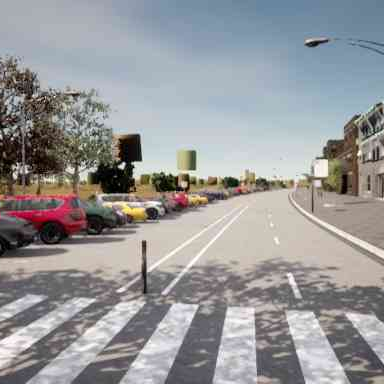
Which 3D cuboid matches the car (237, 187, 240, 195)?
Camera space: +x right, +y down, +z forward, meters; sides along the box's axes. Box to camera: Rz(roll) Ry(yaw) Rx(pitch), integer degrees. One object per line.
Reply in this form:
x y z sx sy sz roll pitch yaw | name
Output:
8.256 0.138 77.869 4.553 1.767 2.185 -1 1 -4 | car

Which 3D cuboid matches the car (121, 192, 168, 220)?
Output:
-4.954 1.168 26.065 5.566 2.045 2.435 -1 0 -8 | car

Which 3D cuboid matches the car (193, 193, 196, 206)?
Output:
-2.370 1.257 37.668 4.892 1.521 2.231 -1 1 -7 | car

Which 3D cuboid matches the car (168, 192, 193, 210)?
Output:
-3.066 1.061 34.755 5.566 2.045 2.435 -1 1 -7 | car

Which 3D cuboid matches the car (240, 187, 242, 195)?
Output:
9.066 0.238 80.727 4.674 1.452 2.002 -1 1 -4 | car

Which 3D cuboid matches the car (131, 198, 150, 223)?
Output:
-5.787 1.435 23.110 5.366 1.575 1.946 -1 0 -8 | car

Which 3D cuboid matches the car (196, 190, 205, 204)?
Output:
-1.017 0.991 43.444 4.553 1.767 2.185 -1 1 -6 | car

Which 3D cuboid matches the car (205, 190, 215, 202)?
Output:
0.443 0.969 49.209 5.008 1.535 2.097 -1 1 -6 | car

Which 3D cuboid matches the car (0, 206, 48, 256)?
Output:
-7.979 1.438 11.496 4.892 1.521 2.231 -1 0 -9 | car

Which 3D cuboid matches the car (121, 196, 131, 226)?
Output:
-6.247 1.315 20.235 4.553 1.767 2.185 -1 0 -8 | car

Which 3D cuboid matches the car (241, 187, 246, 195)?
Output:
9.888 -0.117 83.558 5.566 2.045 2.435 -1 1 -3 | car

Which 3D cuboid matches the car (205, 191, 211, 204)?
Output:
-0.465 1.044 46.308 5.366 1.575 1.946 -1 1 -6 | car

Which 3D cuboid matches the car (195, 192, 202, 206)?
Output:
-1.675 1.189 40.555 5.008 1.535 2.097 -1 1 -7 | car

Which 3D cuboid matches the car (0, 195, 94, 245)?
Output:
-7.435 1.187 14.407 5.566 2.045 2.435 -1 0 -9 | car

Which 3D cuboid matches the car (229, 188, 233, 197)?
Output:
4.978 0.536 66.444 5.008 1.535 2.097 -1 1 -5 | car

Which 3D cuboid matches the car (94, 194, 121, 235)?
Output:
-6.790 1.188 17.339 5.566 2.045 2.435 -1 0 -9 | car

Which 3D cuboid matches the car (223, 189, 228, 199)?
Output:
3.408 0.677 60.720 5.008 1.535 2.097 -1 1 -5 | car

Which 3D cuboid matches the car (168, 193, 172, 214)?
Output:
-4.314 1.268 28.966 4.553 1.767 2.185 -1 1 -8 | car

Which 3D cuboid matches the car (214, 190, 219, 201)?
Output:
1.157 0.895 52.099 5.008 1.535 2.097 -1 1 -6 | car

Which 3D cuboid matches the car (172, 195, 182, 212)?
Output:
-3.722 1.388 31.859 4.792 1.488 2.163 -1 1 -8 | car

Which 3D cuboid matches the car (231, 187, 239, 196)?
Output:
7.388 0.332 75.029 4.892 1.521 2.231 -1 1 -4 | car

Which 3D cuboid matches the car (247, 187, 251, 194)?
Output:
12.737 -0.062 92.091 5.366 1.575 1.946 -1 1 -3 | car

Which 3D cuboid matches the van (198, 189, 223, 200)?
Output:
2.532 0.526 57.822 4.442 1.987 1.878 -1 1 -5 | van
